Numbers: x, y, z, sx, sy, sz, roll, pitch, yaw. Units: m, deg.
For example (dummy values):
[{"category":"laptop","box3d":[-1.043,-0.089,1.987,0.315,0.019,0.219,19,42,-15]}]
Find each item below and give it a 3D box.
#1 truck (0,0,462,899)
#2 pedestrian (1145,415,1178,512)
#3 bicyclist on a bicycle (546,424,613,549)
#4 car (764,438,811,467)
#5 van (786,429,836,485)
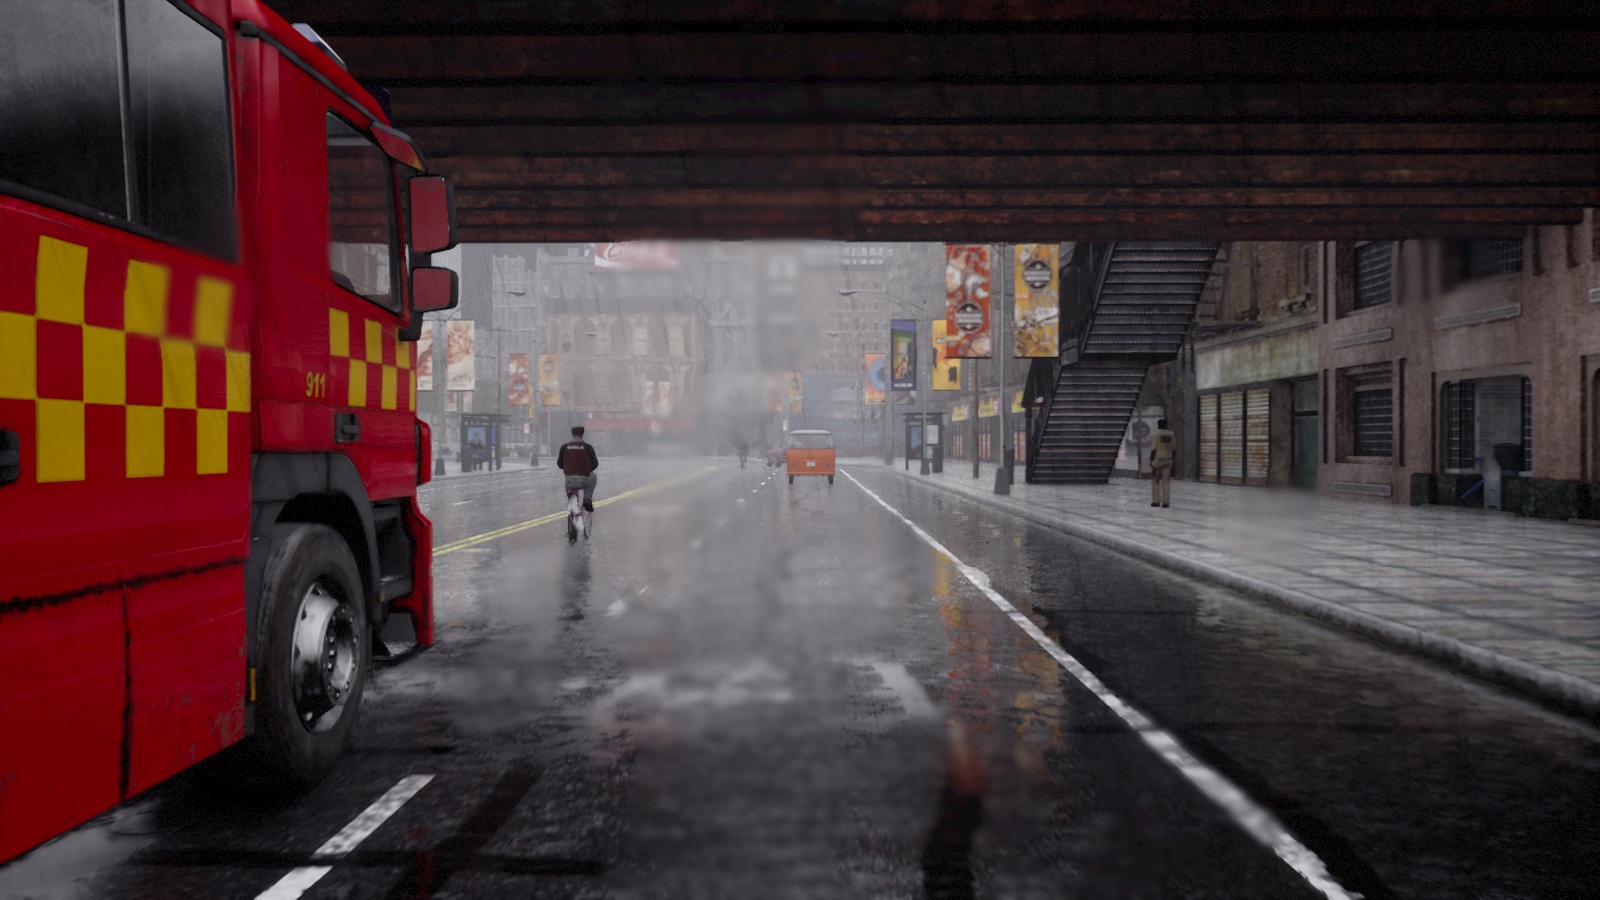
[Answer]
[{"category":"truck","box3d":[-3.464,-0.439,3.171,2.891,3.827,8.468,0,0,0]},{"category":"pedestrian","box3d":[7.306,0.266,25.395,0.396,1.930,0.692,0,0,-5]},{"category":"bicyclist on a bicycle","box3d":[-3.262,0.509,18.700,0.659,1.776,1.843,0,1,1]},{"category":"car","box3d":[-0.839,0.161,78.694,2.097,1.767,4.553,0,0,-12]},{"category":"van","box3d":[0.403,0.235,46.970,1.775,1.987,4.442,0,0,0]}]
